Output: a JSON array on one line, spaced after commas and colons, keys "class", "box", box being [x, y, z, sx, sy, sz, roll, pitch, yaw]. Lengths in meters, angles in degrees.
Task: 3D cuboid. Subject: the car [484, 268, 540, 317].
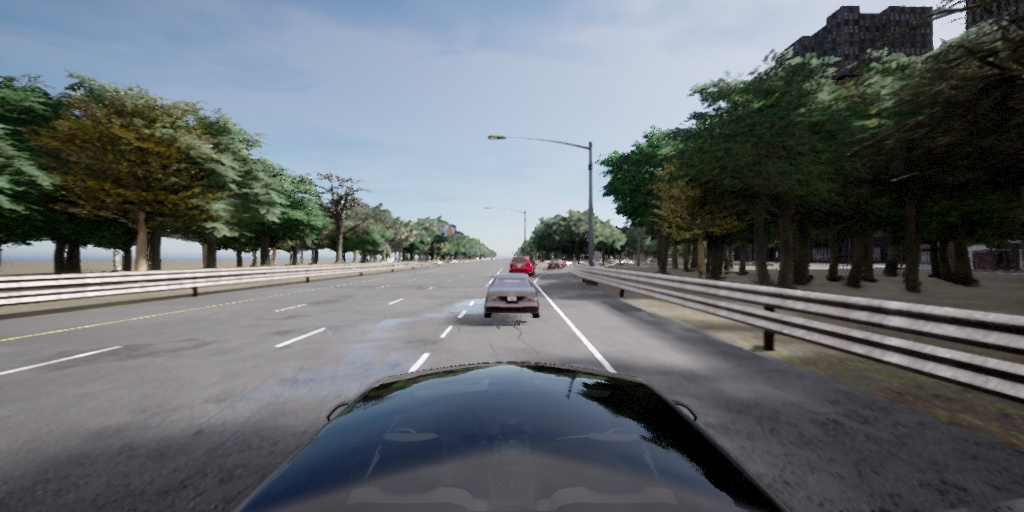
[{"class": "car", "box": [-0.001, 1.348, 13.321, 2.033, 1.411, 5.357, 0, 0, 0]}]

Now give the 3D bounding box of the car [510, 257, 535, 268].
[{"class": "car", "box": [1.122, 1.131, 37.069, 2.150, 2.045, 5.566, 0, -1, 9]}]

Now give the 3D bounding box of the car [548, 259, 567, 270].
[{"class": "car", "box": [7.417, 1.344, 58.164, 2.097, 1.767, 4.553, 0, 0, 24]}]
